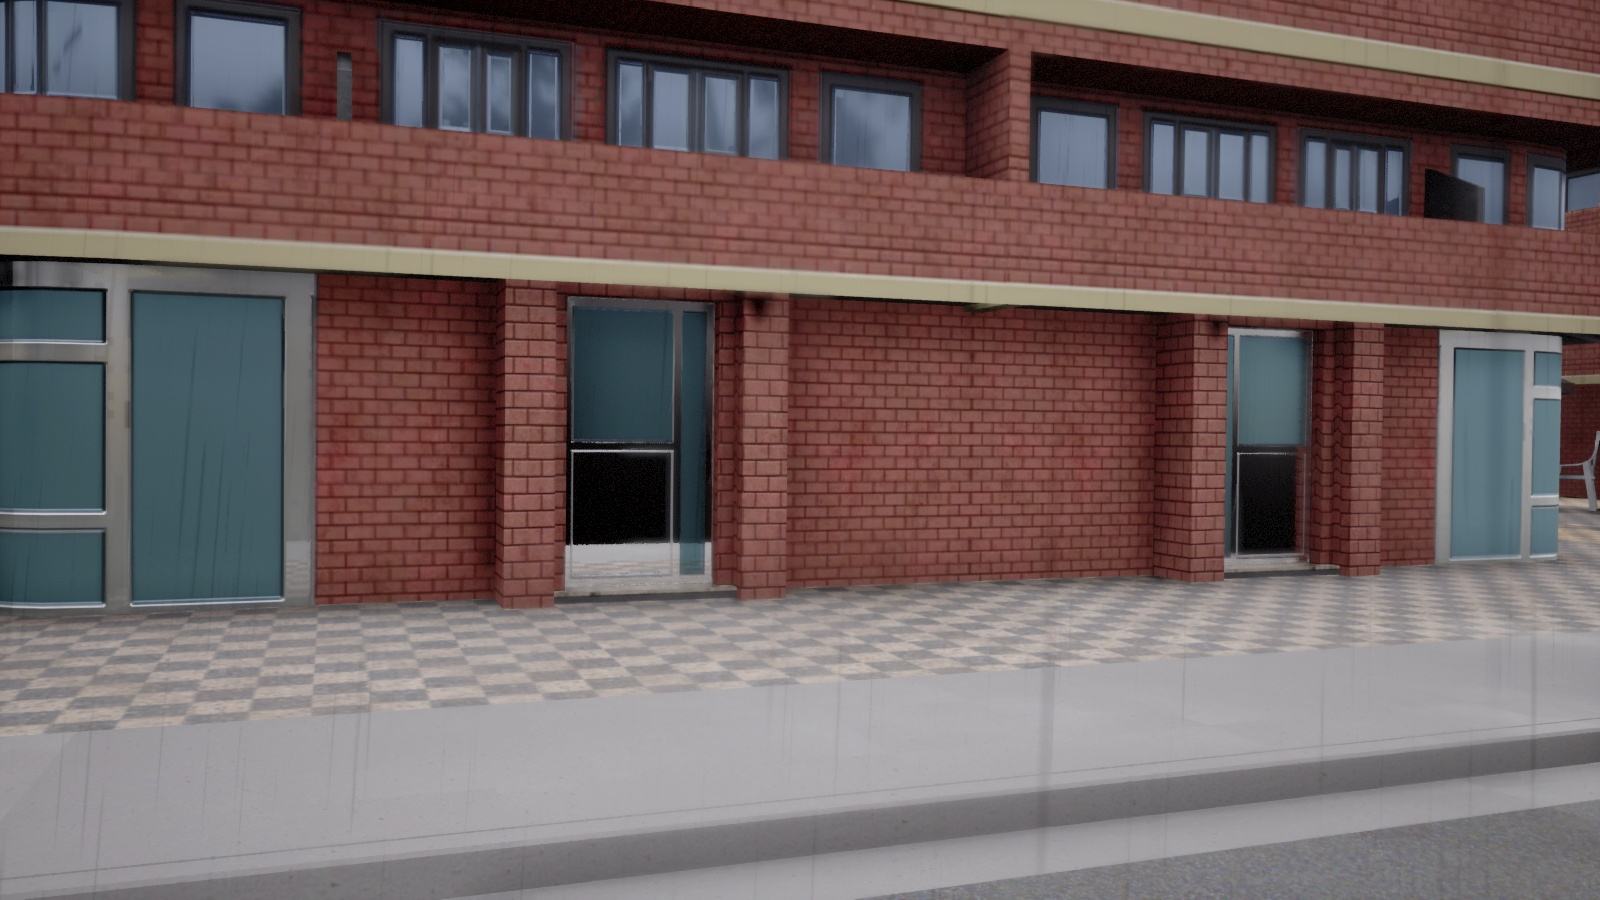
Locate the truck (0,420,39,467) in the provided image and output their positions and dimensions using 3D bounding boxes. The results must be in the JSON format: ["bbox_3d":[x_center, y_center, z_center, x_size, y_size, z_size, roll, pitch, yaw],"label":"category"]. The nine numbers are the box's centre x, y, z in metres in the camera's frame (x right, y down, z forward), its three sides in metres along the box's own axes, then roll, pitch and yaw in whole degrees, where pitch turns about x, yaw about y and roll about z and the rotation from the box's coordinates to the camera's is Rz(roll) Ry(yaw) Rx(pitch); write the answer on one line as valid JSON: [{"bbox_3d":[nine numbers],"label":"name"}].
[{"bbox_3d":[-43.556,-0.356,68.451,2.627,2.467,5.204,-1,1,-22],"label":"truck"}]
